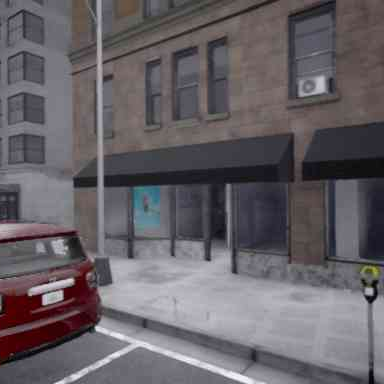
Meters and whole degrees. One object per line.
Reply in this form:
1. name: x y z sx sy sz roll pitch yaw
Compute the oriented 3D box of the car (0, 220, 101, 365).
1. car: -3.632 1.399 5.438 5.009 1.841 2.192 -1 -1 35
